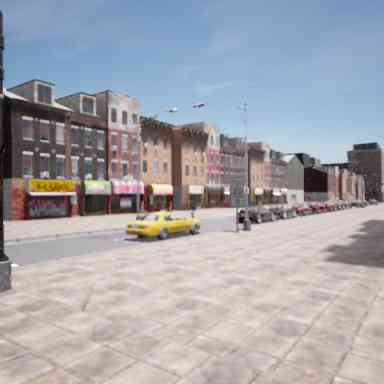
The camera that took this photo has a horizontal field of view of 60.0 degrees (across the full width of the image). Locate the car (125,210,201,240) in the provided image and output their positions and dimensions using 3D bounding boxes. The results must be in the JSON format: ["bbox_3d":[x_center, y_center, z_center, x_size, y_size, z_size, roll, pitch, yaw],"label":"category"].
[{"bbox_3d":[-1.334,1.632,17.596,1.752,1.417,4.829,-1,-1,35],"label":"car"}]

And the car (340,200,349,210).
[{"bbox_3d":[21.435,1.985,49.516,2.008,1.369,4.403,-1,-1,35],"label":"car"}]

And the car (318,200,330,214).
[{"bbox_3d":[14.901,1.867,40.357,1.887,1.381,4.507,-1,-1,35],"label":"car"}]

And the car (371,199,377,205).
[{"bbox_3d":[44.302,2.493,81.573,2.008,1.369,4.403,-2,-2,35],"label":"car"}]

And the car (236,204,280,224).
[{"bbox_3d":[5.102,1.748,26.617,1.947,1.339,4.313,-1,-1,35],"label":"car"}]

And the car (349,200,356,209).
[{"bbox_3d":[24.702,2.046,54.096,2.008,1.369,4.403,-1,-2,35],"label":"car"}]

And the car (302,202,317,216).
[{"bbox_3d":[11.635,1.854,35.776,1.802,1.307,4.206,-1,-1,35],"label":"car"}]

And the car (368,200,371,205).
[{"bbox_3d":[34.502,2.244,67.835,1.887,1.381,4.507,-2,-2,35],"label":"car"}]

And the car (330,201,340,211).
[{"bbox_3d":[18.167,1.817,44.939,1.967,1.590,4.097,-1,-1,35],"label":"car"}]

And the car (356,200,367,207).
[{"bbox_3d":[31.237,2.180,63.256,2.008,1.369,4.403,-2,-2,35],"label":"car"}]

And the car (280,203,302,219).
[{"bbox_3d":[8.368,1.776,31.197,2.008,1.369,4.403,-1,-1,35],"label":"car"}]
